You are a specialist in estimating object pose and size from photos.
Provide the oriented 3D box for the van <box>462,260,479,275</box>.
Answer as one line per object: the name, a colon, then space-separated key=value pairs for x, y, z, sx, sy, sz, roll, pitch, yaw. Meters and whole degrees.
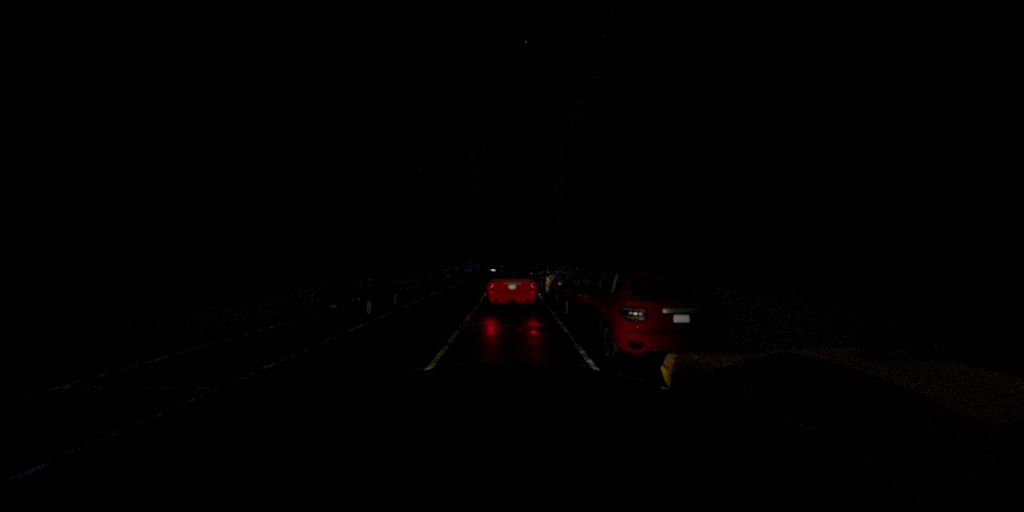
van: x=-5.735 y=1.524 z=47.418 sx=1.690 sy=1.789 sz=3.998 roll=0 pitch=0 yaw=0

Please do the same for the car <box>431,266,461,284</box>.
car: x=-5.745 y=1.604 z=30.612 sx=1.802 sy=1.307 sz=4.207 roll=0 pitch=0 yaw=0

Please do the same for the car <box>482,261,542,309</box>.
car: x=0.012 y=1.233 z=15.928 sx=2.097 sy=1.767 sz=4.553 roll=0 pitch=-1 yaw=0

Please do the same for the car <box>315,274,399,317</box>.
car: x=-5.756 y=1.408 z=13.807 sx=1.888 sy=1.381 sz=4.507 roll=0 pitch=0 yaw=0

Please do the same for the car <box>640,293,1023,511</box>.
car: x=2.763 y=1.284 z=2.786 sx=1.751 sy=1.417 sz=4.829 roll=0 pitch=0 yaw=0

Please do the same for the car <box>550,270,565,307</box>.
car: x=2.770 y=1.408 z=13.819 sx=1.888 sy=1.381 sz=4.507 roll=0 pitch=0 yaw=0

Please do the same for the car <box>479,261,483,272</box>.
car: x=-5.732 y=1.762 z=52.849 sx=1.751 sy=1.417 sz=4.829 roll=0 pitch=0 yaw=0

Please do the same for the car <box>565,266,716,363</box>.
car: x=2.766 y=1.125 z=8.217 sx=2.192 sy=1.841 sz=5.009 roll=0 pitch=0 yaw=0

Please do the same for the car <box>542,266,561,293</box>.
car: x=2.773 y=1.441 z=19.591 sx=1.751 sy=1.417 sz=4.829 roll=0 pitch=0 yaw=0

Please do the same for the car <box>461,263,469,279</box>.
car: x=-5.742 y=1.657 z=36.214 sx=1.802 sy=1.307 sz=4.207 roll=0 pitch=0 yaw=0
